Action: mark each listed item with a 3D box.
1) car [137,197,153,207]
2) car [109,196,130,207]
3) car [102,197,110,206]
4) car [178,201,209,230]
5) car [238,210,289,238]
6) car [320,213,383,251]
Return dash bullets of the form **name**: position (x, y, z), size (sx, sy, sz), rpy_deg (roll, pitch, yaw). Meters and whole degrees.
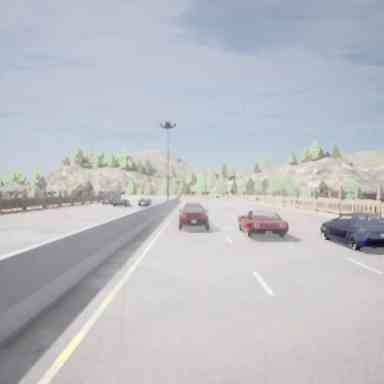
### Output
- **car**: position (-7.059, 1.520, 50.472), size (2.128, 1.511, 4.902), rpy_deg (0, 0, 0)
- **car**: position (-10.556, 1.591, 50.087), size (1.994, 1.385, 4.181), rpy_deg (0, 0, 0)
- **car**: position (-14.034, 1.530, 57.099), size (2.128, 1.511, 4.902), rpy_deg (0, 0, 1)
- **car**: position (0.117, 1.533, 21.263), size (1.812, 1.442, 4.674), rpy_deg (0, 0, 0)
- **car**: position (3.603, 1.608, 17.750), size (1.895, 1.301, 4.718), rpy_deg (0, 0, 0)
- **car**: position (7.103, 1.570, 14.206), size (1.994, 1.385, 4.181), rpy_deg (0, 0, 0)
